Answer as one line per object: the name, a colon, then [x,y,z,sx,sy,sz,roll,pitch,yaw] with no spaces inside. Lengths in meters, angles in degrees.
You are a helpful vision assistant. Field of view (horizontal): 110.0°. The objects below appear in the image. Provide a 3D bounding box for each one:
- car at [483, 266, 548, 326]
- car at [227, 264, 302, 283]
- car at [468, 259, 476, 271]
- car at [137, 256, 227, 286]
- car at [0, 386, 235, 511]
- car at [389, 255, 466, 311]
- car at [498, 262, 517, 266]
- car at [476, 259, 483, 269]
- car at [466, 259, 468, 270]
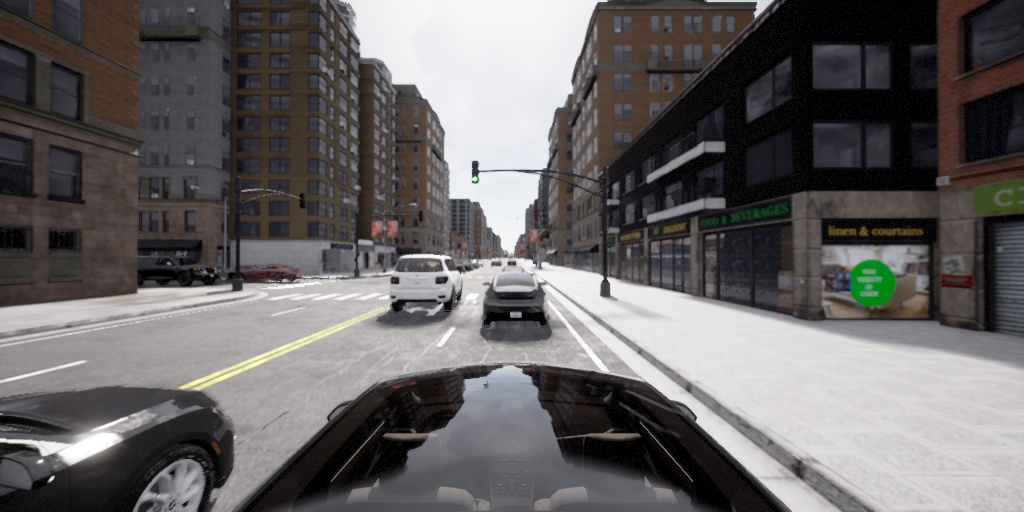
car: [0.098,1.270,11.735,1.837,1.490,4.892,0,0,0]
car: [-18.868,1.323,27.815,4.674,1.442,1.812,0,-1,0]
car: [-6.593,1.182,49.621,2.097,1.767,4.553,0,0,0]
car: [-23.494,1.000,24.807,5.566,2.045,2.150,0,0,0]
car: [-3.149,1.254,0.891,1.837,1.490,4.892,0,0,0]
car: [-3.292,0.989,14.629,2.150,2.045,5.566,0,0,-3]
car: [0.090,1.389,27.352,1.895,1.301,4.718,0,0,0]
car: [-6.535,1.340,58.880,2.128,1.511,4.902,0,0,1]
car: [-6.606,1.165,40.748,2.097,1.767,4.553,0,0,0]
